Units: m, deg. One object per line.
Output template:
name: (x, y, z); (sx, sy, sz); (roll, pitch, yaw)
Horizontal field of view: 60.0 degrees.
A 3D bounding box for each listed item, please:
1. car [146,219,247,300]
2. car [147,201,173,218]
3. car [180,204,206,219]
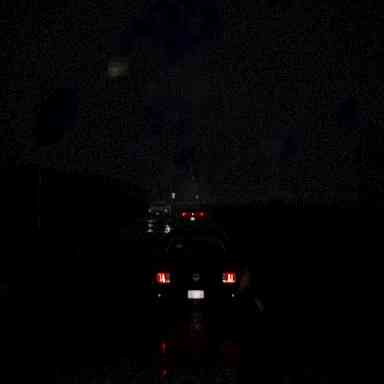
car: (0.083, 1.603, 8.357); (1.895, 1.301, 4.718); (0, 0, 0)
car: (-2.909, 1.566, 30.487); (1.812, 1.442, 4.674); (0, 0, 0)
car: (0.043, 1.621, 25.829); (1.895, 1.301, 4.718); (0, 0, 0)
